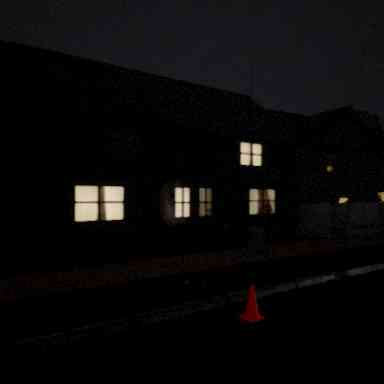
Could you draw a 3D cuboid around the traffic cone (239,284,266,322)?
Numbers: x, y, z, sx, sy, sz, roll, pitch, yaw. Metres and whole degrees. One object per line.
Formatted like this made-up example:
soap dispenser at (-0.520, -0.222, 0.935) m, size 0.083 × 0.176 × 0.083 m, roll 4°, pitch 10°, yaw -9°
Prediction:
traffic cone at (1.077, 1.947, 5.929) m, size 0.340 × 0.580 × 0.340 m, roll 0°, pitch 0°, yaw -34°
